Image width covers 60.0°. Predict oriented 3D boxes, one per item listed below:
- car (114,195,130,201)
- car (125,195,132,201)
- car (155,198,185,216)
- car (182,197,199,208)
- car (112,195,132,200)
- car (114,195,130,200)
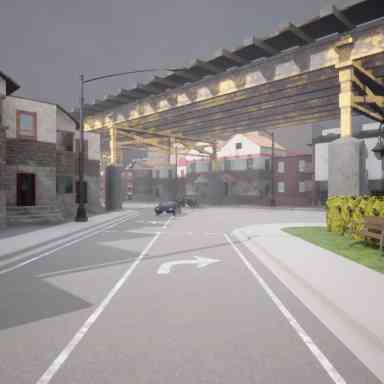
[{"bbox_3d":[-17.608,1.452,83.773,2.038,1.542,4.974,0,0,15],"label":"car"},{"bbox_3d":[-16.927,1.452,80.105,4.974,1.542,2.038,0,0,-15],"label":"car"},{"bbox_3d":[-2.235,1.601,32.926,1.895,1.301,4.718,0,0,8],"label":"car"},{"bbox_3d":[-1.122,1.505,46.908,1.837,1.490,4.892,0,0,-45],"label":"car"},{"bbox_3d":[-16.876,1.295,80.118,4.536,1.218,1.853,0,0,-15],"label":"car"},{"bbox_3d":[-17.595,1.295,83.823,1.853,1.218,4.536,0,0,15],"label":"car"}]
